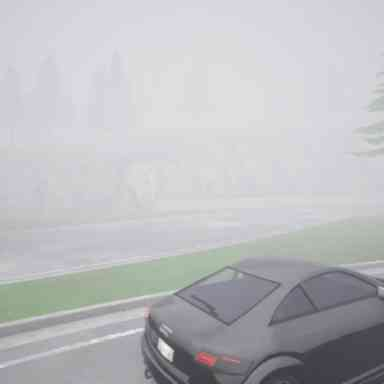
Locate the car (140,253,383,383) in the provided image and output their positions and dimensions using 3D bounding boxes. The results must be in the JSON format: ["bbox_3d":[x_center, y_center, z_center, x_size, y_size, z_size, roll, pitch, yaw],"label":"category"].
[{"bbox_3d":[1.455,1.545,4.367,4.181,1.385,1.994,0,0,-31],"label":"car"}]
